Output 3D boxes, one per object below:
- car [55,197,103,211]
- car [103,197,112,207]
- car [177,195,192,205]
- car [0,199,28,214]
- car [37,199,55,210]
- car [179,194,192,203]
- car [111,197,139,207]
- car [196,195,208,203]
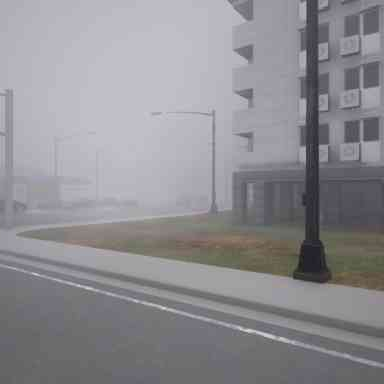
[{"bbox_3d":[-14.045,1.491,41.572,2.128,1.511,4.902,0,0,30],"label":"car"},{"bbox_3d":[-13.337,1.478,51.662,1.882,1.535,5.008,0,0,16],"label":"car"},{"bbox_3d":[-1.374,1.563,56.863,1.994,1.385,4.181,0,0,8],"label":"car"},{"bbox_3d":[-19.348,1.478,33.714,1.882,1.535,5.008,0,0,36],"label":"car"},{"bbox_3d":[-17.560,1.564,42.491,1.994,1.385,4.181,0,0,31],"label":"car"},{"bbox_3d":[-1.401,1.351,69.742,2.097,1.767,4.553,0,0,-8],"label":"car"},{"bbox_3d":[-9.911,1.601,50.860,1.895,1.301,4.718,0,0,16],"label":"car"},{"bbox_3d":[2.049,1.353,69.977,2.097,1.767,4.553,0,0,-8],"label":"car"}]
